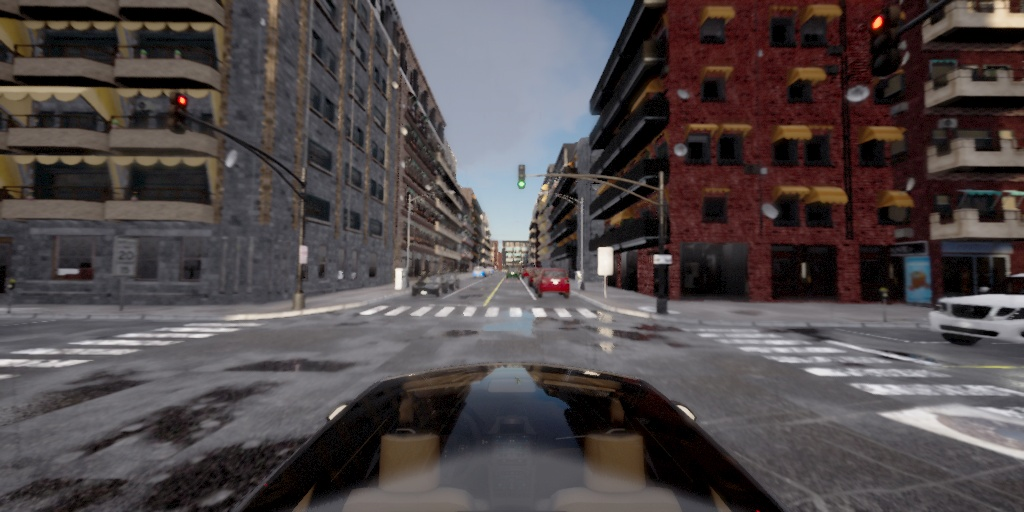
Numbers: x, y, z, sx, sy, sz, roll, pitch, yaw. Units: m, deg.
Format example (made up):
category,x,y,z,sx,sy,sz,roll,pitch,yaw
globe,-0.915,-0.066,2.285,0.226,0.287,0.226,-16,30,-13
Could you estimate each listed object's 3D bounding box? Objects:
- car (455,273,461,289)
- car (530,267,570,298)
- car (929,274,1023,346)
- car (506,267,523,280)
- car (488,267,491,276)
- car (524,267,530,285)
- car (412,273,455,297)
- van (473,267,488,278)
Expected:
category,x,y,z,sx,sy,sz,roll,pitch,yaw
car,-5.300,2.042,29.287,1.948,1.339,4.313,0,0,0
car,2.578,1.741,23.767,2.192,1.841,5.009,0,0,0
car,14.044,1.385,8.933,5.566,2.045,2.150,1,-3,0
car,0.133,2.625,54.294,2.097,1.767,4.553,1,-2,0
car,-5.285,3.018,62.641,2.007,1.370,4.403,0,0,0
car,2.583,2.047,34.886,2.192,1.841,5.009,0,0,0
car,-5.303,1.890,23.728,1.948,1.339,4.313,0,0,0
van,-5.287,2.631,57.080,1.690,1.789,3.998,0,0,0
